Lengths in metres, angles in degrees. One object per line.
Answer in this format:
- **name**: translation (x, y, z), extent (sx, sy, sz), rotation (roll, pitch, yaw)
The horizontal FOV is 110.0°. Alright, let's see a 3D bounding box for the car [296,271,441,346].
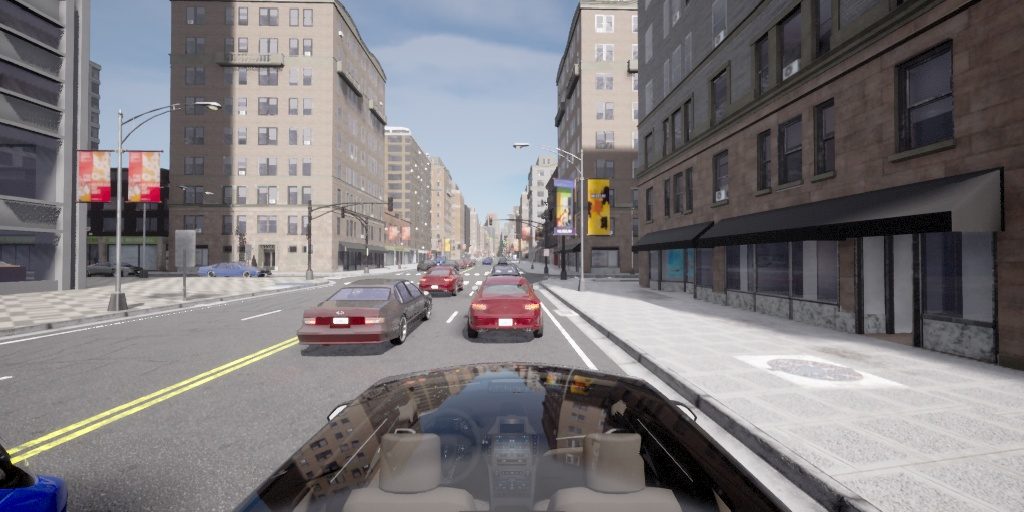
- **car**: translation (-3.413, 1.298, 9.434), extent (2.033, 1.411, 5.357), rotation (0, 0, -2)

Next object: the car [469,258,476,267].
- **car**: translation (-8.278, 1.063, 64.579), extent (2.097, 1.767, 4.553), rotation (0, 0, -1)

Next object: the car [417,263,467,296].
- **car**: translation (-3.669, 1.274, 19.021), extent (1.812, 1.442, 4.674), rotation (0, 0, -2)

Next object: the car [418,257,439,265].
- **car**: translation (-11.105, 1.206, 47.201), extent (1.882, 1.535, 5.008), rotation (0, 0, -1)

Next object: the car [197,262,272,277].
- **car**: translation (-23.681, 1.194, 30.689), extent (5.357, 1.411, 2.033), rotation (0, -1, 1)

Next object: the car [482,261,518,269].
- **car**: translation (-0.413, 1.240, 19.200), extent (2.128, 1.511, 4.902), rotation (0, 0, -3)

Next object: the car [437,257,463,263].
- **car**: translation (-7.807, 1.207, 45.500), extent (1.882, 1.535, 5.008), rotation (0, 0, -2)

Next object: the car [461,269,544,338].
- **car**: translation (-0.183, 1.276, 10.116), extent (1.812, 1.442, 4.674), rotation (0, 0, -1)

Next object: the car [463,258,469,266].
- **car**: translation (-8.051, 1.247, 54.704), extent (1.812, 1.442, 4.674), rotation (0, 0, -1)

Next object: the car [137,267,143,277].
- **car**: translation (-33.647, 1.169, 30.365), extent (4.181, 1.385, 1.994), rotation (0, -1, -2)
